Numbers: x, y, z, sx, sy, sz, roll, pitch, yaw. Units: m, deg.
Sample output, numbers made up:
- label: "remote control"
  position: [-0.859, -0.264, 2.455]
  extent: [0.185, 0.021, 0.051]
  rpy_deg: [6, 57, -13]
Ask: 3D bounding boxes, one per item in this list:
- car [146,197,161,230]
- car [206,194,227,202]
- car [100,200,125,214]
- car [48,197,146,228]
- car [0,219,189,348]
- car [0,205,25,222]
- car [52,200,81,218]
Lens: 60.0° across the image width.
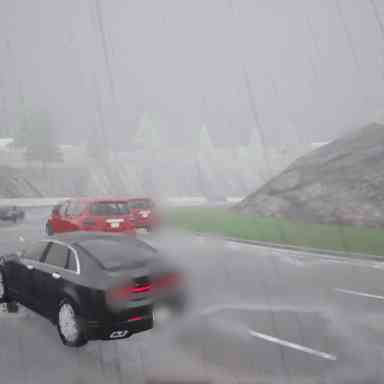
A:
- label: "car"
  position: [-3.782, 1.294, 19.283]
  extent: [2.150, 2.045, 5.566]
  rpy_deg: [0, 0, -31]
- label: "car"
  position: [6.081, 1.570, 83.689]
  extent: [5.566, 2.045, 2.150]
  rpy_deg: [1, 0, -29]
- label: "car"
  position: [-9.042, 1.694, 38.244]
  extent: [1.994, 1.385, 4.181]
  rpy_deg: [0, 0, -2]
- label: "car"
  position: [-4.358, 1.263, 13.928]
  extent: [2.150, 2.045, 5.566]
  rpy_deg: [0, 0, -37]
- label: "car"
  position: [-2.206, 1.525, 6.435]
  extent: [4.892, 1.490, 1.837]
  rpy_deg: [0, 0, 43]
- label: "car"
  position: [-13.930, 1.629, 25.122]
  extent: [1.895, 1.301, 4.718]
  rpy_deg: [0, 0, -18]
- label: "car"
  position: [-11.994, 1.583, 32.072]
  extent: [1.837, 1.490, 4.892]
  rpy_deg: [0, 0, -11]
